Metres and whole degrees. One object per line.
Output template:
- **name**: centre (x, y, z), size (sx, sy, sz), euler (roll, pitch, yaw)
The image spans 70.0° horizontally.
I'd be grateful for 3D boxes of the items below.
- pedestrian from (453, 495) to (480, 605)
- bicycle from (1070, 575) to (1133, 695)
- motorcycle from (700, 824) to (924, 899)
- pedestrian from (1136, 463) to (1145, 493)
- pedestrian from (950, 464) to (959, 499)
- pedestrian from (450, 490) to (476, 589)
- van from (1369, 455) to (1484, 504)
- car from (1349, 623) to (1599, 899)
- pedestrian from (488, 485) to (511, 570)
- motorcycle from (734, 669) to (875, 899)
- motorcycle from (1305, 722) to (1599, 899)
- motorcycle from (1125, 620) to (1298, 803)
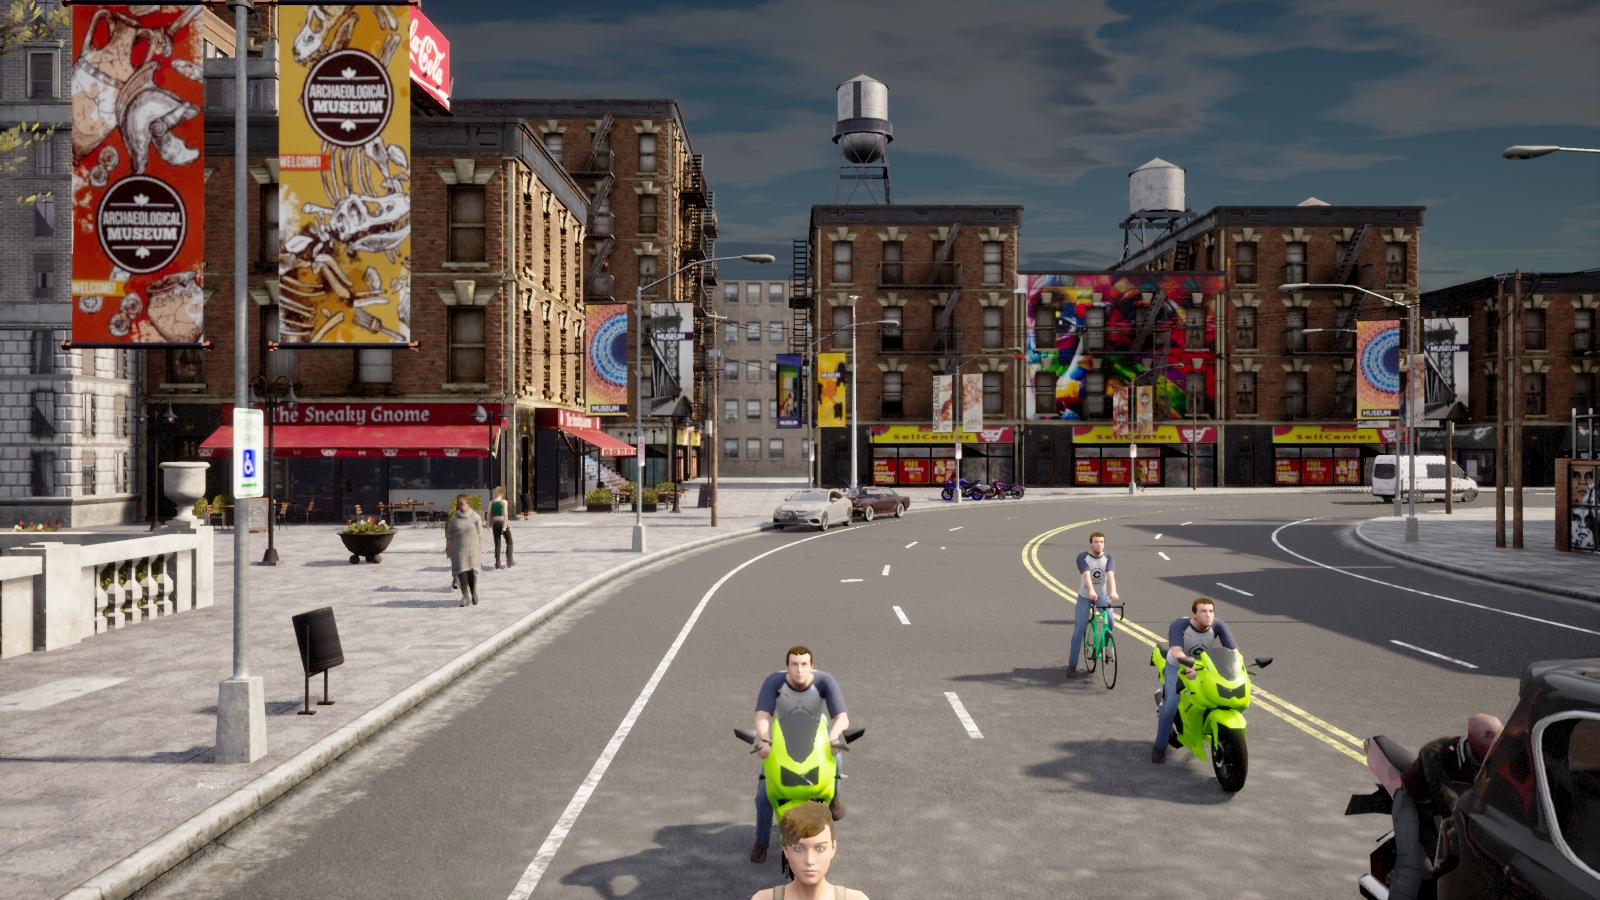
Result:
- **pedestrian**: centre (-5.705, 1.704, 19.573), size (0.375, 1.860, 0.375), euler (0, 0, -4)
- **bicycle**: centre (3.650, 2.212, 13.929), size (0.373, 1.196, 1.643), euler (0, 0, 1)
- **motorcycle**: centre (0.039, 2.172, 3.492), size (0.764, 1.277, 2.356), euler (0, 0, 0)
- **pedestrian**: centre (20.931, 1.723, 70.179), size (0.375, 1.860, 0.375), euler (0, 0, -18)
- **pedestrian**: centre (8.433, 1.722, 62.360), size (0.375, 1.860, 0.375), euler (0, 0, -42)
- **pedestrian**: centre (-6.428, 1.705, 21.808), size (0.375, 1.860, 0.375), euler (0, 0, 5)
- **van**: centre (33.739, 1.558, 61.486), size (5.915, 2.561, 1.988), euler (0, 0, -20)
- **car**: centre (3.469, 1.784, 2.202), size (2.150, 2.045, 5.566), euler (0, 0, 0)
- **pedestrian**: centre (-6.649, 1.708, 25.284), size (0.375, 1.860, 0.375), euler (0, 0, 11)
- **motorcycle**: centre (0.030, 2.215, 7.573), size (0.803, 1.145, 2.033), euler (-1, 0, 0)
- **motorcycle**: centre (3.504, 2.245, 5.845), size (0.867, 1.251, 2.209), euler (1, -3, 0)
- **motorcycle**: centre (3.536, 2.217, 10.038), size (0.803, 1.145, 2.033), euler (0, 0, 0)
